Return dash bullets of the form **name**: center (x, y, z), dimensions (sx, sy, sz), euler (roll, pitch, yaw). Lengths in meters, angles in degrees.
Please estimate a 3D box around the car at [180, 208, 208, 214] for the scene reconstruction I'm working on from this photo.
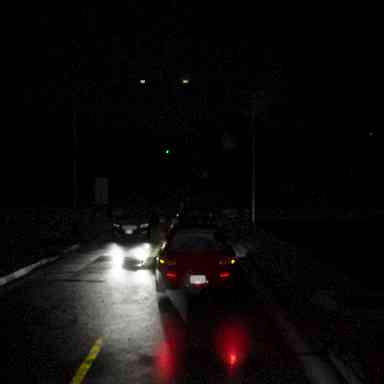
- **car**: center (0.131, 1.562, 18.346), dimensions (2.033, 1.411, 5.357), euler (0, 0, -1)

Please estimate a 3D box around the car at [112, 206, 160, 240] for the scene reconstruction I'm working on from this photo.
- **car**: center (-2.767, 1.504, 17.160), dimensions (2.128, 1.511, 4.902), euler (0, 0, 1)

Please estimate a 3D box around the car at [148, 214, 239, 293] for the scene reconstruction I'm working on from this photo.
- **car**: center (0.109, 1.525, 8.719), dimensions (1.812, 1.442, 4.674), euler (0, 0, 0)
